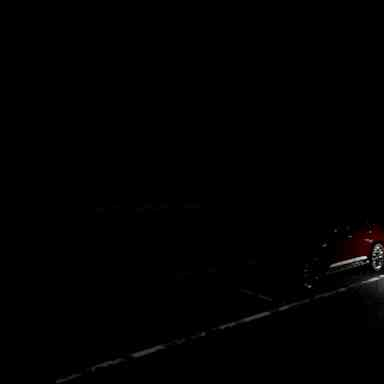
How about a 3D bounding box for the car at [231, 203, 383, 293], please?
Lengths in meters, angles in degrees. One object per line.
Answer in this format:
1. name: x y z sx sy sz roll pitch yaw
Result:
1. car: 3.371 1.264 8.957 5.009 1.841 2.192 0 1 -35
